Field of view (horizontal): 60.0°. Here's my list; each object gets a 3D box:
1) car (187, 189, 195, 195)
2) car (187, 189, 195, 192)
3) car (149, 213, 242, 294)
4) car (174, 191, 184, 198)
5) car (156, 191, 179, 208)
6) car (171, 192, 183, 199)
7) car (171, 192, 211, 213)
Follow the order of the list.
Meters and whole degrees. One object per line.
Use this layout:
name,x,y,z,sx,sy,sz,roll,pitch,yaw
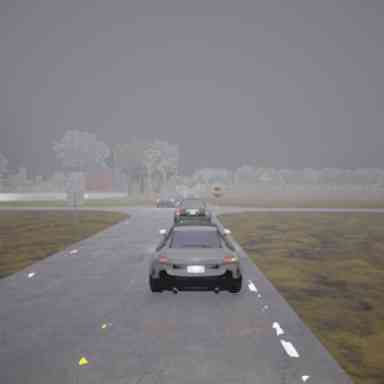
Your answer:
car,-0.213,-0.052,91.788,2.097,1.767,4.553,0,1,0
car,-0.189,0.450,81.783,1.994,1.385,4.181,0,1,0
car,0.079,1.457,8.532,1.994,1.385,4.181,0,1,0
car,-2.926,0.470,75.826,1.882,1.535,5.008,0,1,0
car,-2.932,0.881,38.370,2.097,1.767,4.553,0,1,0
car,-2.908,0.701,65.509,1.994,1.385,4.181,0,1,0
car,0.008,1.102,19.951,2.097,1.767,4.553,0,1,-1
